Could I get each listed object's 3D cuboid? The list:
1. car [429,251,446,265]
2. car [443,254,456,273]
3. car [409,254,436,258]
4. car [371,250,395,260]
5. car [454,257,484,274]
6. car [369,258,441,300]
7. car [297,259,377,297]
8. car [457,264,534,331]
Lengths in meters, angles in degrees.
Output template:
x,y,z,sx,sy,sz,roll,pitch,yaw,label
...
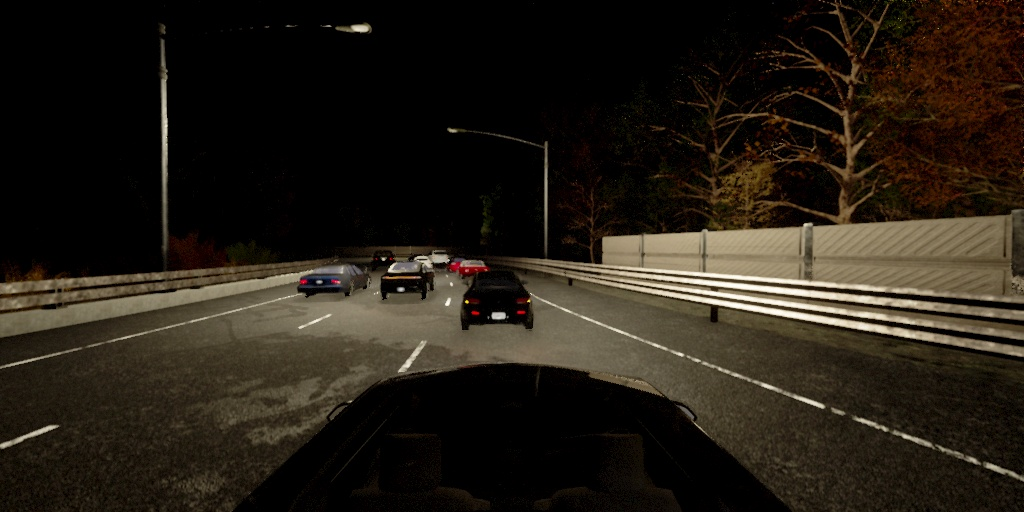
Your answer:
x,y,z,sx,sy,sz,roll,pitch,yaw,label
-9.987,0.292,47.396,2.150,2.045,5.566,0,1,-24,car
-5.241,0.821,34.775,1.994,1.385,4.181,0,1,-17,car
-8.607,0.795,33.967,1.812,1.442,4.674,0,1,-17,car
-13.540,0.434,37.758,2.150,2.045,5.566,0,1,-20,car
-2.938,0.985,26.209,1.895,1.301,4.718,0,1,-13,car
-4.608,1.025,16.258,2.128,1.511,4.902,0,1,-7,car
-8.199,1.070,17.003,2.033,1.411,5.357,0,1,-9,car
-0.470,1.146,10.384,1.812,1.442,4.674,0,1,-4,car
